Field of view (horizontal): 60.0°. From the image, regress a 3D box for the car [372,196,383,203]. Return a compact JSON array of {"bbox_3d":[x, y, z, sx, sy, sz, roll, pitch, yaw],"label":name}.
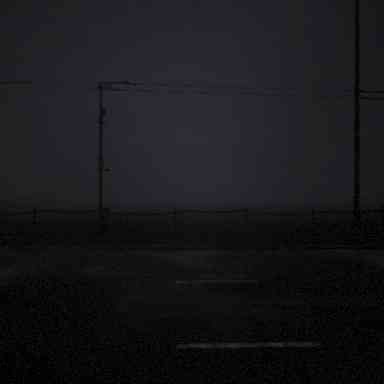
[{"bbox_3d":[43.110,1.660,75.353,2.033,1.411,5.357,0,0,-2],"label":"car"}]
